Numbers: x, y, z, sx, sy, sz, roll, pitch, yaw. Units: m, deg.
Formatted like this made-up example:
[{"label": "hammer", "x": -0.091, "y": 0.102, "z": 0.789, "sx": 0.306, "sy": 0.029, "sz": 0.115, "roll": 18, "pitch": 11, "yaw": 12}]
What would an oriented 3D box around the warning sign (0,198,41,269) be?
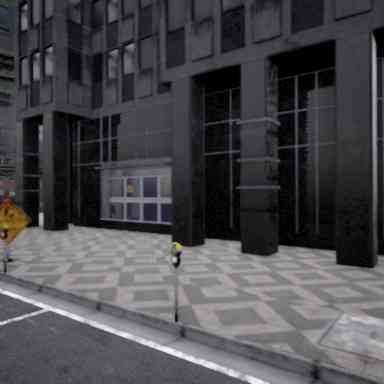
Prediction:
[{"label": "warning sign", "x": -5.264, "y": 1.127, "z": 9.551, "sx": 1.060, "sy": 1.860, "sz": 1.300, "roll": 0, "pitch": 0, "yaw": 36}]
